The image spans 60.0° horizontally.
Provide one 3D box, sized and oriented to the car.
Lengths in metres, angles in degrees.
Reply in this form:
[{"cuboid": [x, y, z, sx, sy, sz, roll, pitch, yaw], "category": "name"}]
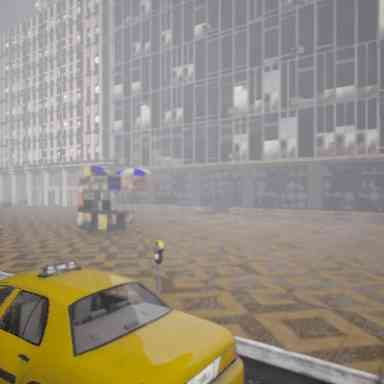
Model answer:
[{"cuboid": [-1.785, 1.526, 4.128, 4.829, 1.417, 1.752, 0, 0, 35], "category": "car"}]
